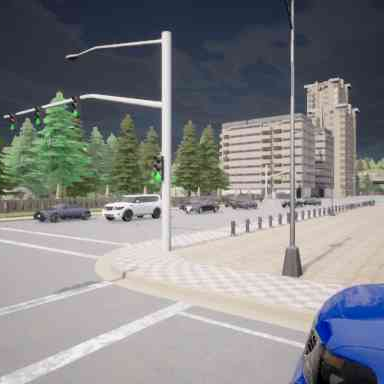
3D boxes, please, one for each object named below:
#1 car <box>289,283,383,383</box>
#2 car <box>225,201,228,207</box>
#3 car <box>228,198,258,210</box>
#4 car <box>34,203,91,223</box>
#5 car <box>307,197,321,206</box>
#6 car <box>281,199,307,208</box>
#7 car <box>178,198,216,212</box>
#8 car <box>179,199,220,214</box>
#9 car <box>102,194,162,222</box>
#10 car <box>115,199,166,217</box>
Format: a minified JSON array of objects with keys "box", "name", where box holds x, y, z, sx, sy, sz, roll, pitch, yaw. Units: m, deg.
[{"box":[3.350,1.221,1.577,5.566,2.045,2.150,0,0,36],"name":"car"},{"box":[6.511,1.564,48.799,1.994,1.385,4.181,0,0,36],"name":"car"},{"box":[6.931,1.564,43.390,1.994,1.385,4.181,0,0,36],"name":"car"},{"box":[-9.950,1.564,25.771,1.994,1.385,4.181,0,0,35],"name":"car"},{"box":[20.214,1.564,55.688,1.994,1.385,4.181,0,0,35],"name":"car"},{"box":[14.431,1.601,47.576,1.895,1.301,4.718,0,0,35],"name":"car"},{"box":[0.688,1.547,40.689,2.033,1.411,5.357,0,0,36],"name":"car"},{"box":[1.106,1.491,35.247,2.128,1.511,4.902,0,0,36],"name":"car"},{"box":[-4.657,1.221,27.166,2.150,2.045,5.566,0,0,35],"name":"car"},{"box":[-4.988,1.491,32.732,2.128,1.511,4.902,0,0,35],"name":"car"}]
